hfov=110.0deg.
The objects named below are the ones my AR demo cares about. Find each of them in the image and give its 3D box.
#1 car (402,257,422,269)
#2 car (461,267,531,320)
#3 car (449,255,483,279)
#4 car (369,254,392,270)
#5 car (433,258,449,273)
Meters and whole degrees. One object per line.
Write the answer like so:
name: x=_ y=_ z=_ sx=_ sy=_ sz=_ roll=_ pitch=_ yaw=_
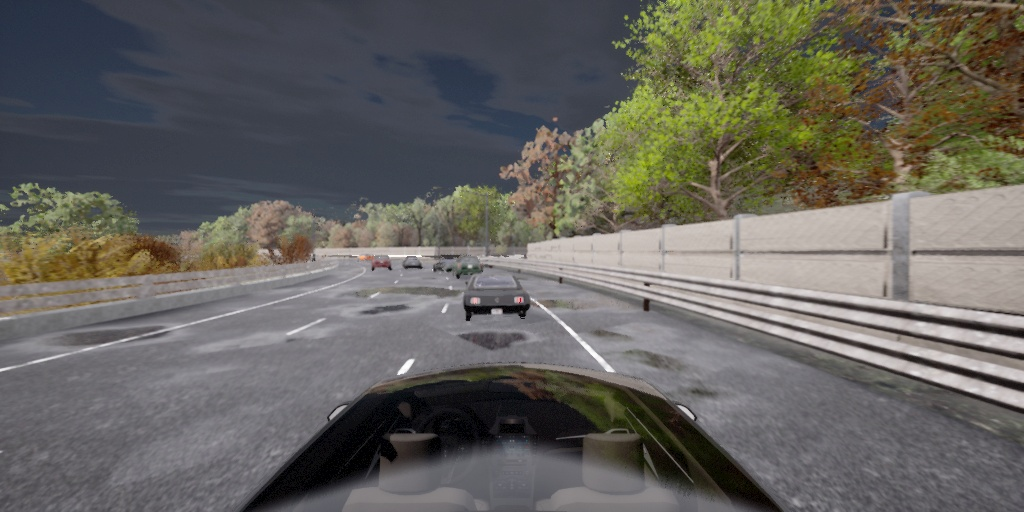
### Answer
car: x=-12.177 y=0.850 z=43.489 sx=1.994 sy=1.385 sz=4.181 roll=-1 pitch=1 yaw=-22
car: x=-0.639 y=1.225 z=12.068 sx=1.895 sy=1.301 sz=4.718 roll=0 pitch=1 yaw=-6
car: x=-3.589 y=0.784 z=28.626 sx=2.097 sy=1.767 sz=4.553 roll=0 pitch=1 yaw=-13
car: x=-15.153 y=0.675 z=41.537 sx=2.097 sy=1.767 sz=4.553 roll=-1 pitch=1 yaw=-22
car: x=-6.264 y=0.926 z=35.273 sx=1.994 sy=1.385 sz=4.181 roll=-1 pitch=1 yaw=-32
